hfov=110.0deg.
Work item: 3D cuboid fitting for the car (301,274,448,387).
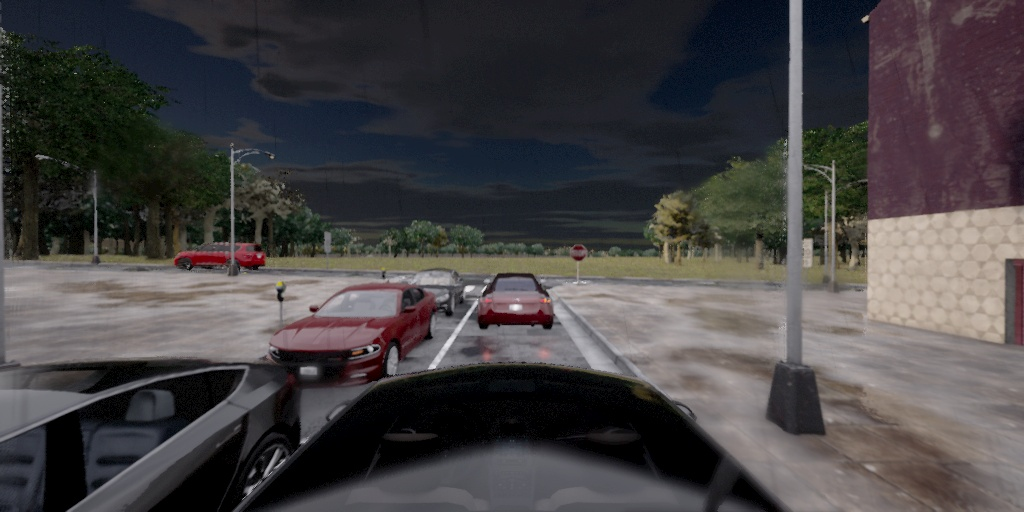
[{"bbox_3d":[-2.638,1.214,6.899,1.888,1.381,4.507,0,0,0],"label":"car"}]

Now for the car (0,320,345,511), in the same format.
[{"bbox_3d":[-2.637,1.321,1.359,1.948,1.339,4.313,0,0,0],"label":"car"}]

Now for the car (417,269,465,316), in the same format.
[{"bbox_3d":[-2.640,1.133,12.440,2.007,1.370,4.403,0,0,0],"label":"car"}]

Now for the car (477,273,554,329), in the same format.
[{"bbox_3d":[0.092,1.174,10.646,1.994,1.385,4.181,0,1,0],"label":"car"}]

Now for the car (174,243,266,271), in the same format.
[{"bbox_3d":[-20.897,0.069,25.855,5.566,2.045,2.150,2,0,0],"label":"car"}]
